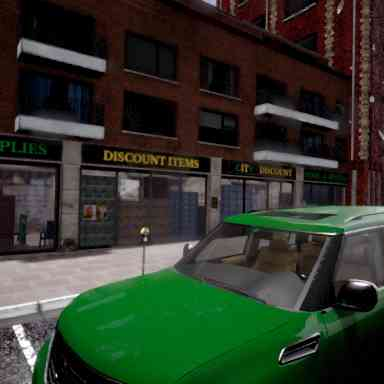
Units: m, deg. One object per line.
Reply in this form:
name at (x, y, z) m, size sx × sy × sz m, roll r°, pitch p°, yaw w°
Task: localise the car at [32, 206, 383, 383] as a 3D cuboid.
car at (1.259, 1.224, 3.840) m, size 5.566 × 2.045 × 2.150 m, roll 0°, pitch 0°, yaw -35°
